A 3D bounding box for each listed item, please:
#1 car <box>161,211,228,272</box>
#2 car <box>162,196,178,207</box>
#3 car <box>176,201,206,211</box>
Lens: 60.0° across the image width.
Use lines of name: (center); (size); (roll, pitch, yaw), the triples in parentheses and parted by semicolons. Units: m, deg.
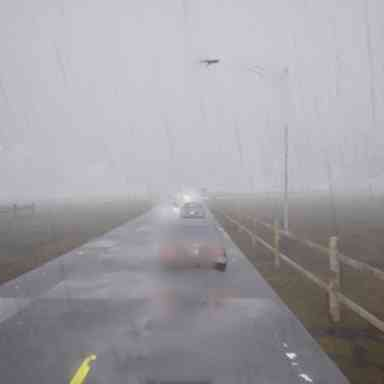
car: (0.071, 1.565, 10.811); (2.033, 1.411, 5.357); (0, 0, 0)
car: (-2.826, 1.230, 43.217); (1.895, 1.301, 4.718); (0, 1, 0)
car: (0.071, 1.472, 25.663); (2.033, 1.411, 5.357); (0, 1, 0)
